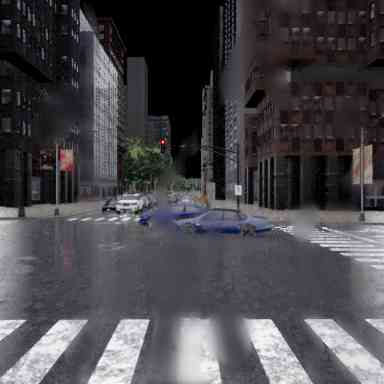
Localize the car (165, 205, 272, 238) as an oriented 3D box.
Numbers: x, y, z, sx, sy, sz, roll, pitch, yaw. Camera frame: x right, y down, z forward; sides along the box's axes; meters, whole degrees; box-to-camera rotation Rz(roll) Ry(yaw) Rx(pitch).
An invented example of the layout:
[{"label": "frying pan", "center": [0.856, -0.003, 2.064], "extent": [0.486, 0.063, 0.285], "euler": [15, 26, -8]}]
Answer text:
[{"label": "car", "center": [1.440, 1.593, 17.640], "extent": [5.357, 1.411, 2.033], "euler": [1, 0, 0]}]

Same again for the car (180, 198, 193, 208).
[{"label": "car", "center": [-0.817, 1.614, 49.853], "extent": [1.802, 1.307, 4.206], "euler": [0, 0, -1]}]

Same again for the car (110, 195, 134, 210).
[{"label": "car", "center": [-9.292, 1.335, 44.354], "extent": [2.192, 1.841, 5.009], "euler": [0, 0, -1]}]

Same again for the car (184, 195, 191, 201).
[{"label": "car", "center": [-1.171, 1.574, 87.827], "extent": [1.967, 1.590, 4.097], "euler": [0, 0, -1]}]

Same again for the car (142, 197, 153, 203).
[{"label": "car", "center": [-9.544, 1.669, 71.482], "extent": [1.802, 1.307, 4.206], "euler": [0, 0, -1]}]

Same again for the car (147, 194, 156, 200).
[{"label": "car", "center": [-6.634, 1.375, 45.591], "extent": [2.097, 1.767, 4.553], "euler": [0, 0, 0]}]

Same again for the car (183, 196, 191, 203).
[{"label": "car", "center": [-1.020, 1.613, 71.723], "extent": [1.752, 1.417, 4.829], "euler": [0, 0, -1]}]

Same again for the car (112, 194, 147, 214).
[{"label": "car", "center": [-6.545, 1.223, 35.566], "extent": [2.150, 2.045, 5.566], "euler": [0, 0, -1]}]

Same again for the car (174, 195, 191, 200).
[{"label": "car", "center": [-0.717, 1.448, 39.004], "extent": [1.967, 1.590, 4.097], "euler": [0, 0, -1]}]

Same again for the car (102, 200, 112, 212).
[{"label": "car", "center": [-9.241, 1.574, 38.928], "extent": [1.947, 1.339, 4.313], "euler": [0, 0, -1]}]

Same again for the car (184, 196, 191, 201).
[{"label": "car", "center": [-1.222, 1.696, 93.252], "extent": [1.887, 1.381, 4.507], "euler": [0, 0, -1]}]

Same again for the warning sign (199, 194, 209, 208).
[{"label": "warning sign", "center": [1.560, 1.132, 42.696], "extent": [1.300, 1.860, 1.060], "euler": [0, 0, -1]}]

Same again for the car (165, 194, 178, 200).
[{"label": "car", "center": [-3.619, 1.559, 64.951], "extent": [2.128, 1.511, 4.902], "euler": [0, 0, 0]}]

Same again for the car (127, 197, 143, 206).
[{"label": "car", "center": [-9.391, 1.570, 55.035], "extent": [1.752, 1.417, 4.829], "euler": [0, 0, -1]}]

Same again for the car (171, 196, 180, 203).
[{"label": "car", "center": [-3.815, 1.694, 75.834], "extent": [1.895, 1.301, 4.718], "euler": [0, 0, -1]}]

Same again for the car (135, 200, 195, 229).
[{"label": "car", "center": [-0.735, 1.488, 20.870], "extent": [5.008, 1.535, 1.882], "euler": [1, 0, 0]}]

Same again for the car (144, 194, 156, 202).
[{"label": "car", "center": [-9.595, 1.417, 76.909], "extent": [2.192, 1.841, 5.009], "euler": [0, 0, -1]}]

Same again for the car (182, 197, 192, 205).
[{"label": "car", "center": [-0.918, 1.603, 60.703], "extent": [1.887, 1.381, 4.507], "euler": [0, 0, -1]}]

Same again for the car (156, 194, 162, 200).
[{"label": "car", "center": [-6.717, 1.399, 55.792], "extent": [2.097, 1.767, 4.553], "euler": [0, 0, 0]}]
